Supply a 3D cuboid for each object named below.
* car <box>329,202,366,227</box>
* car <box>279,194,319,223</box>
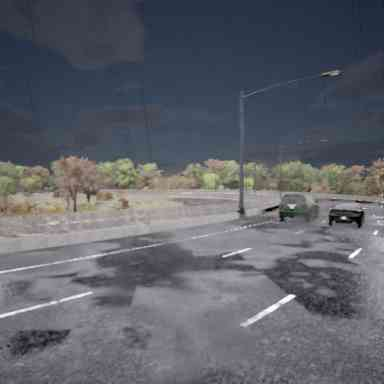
[{"bbox_3d":[10.530,1.426,22.460,1.882,1.535,5.008,0,0,30],"label":"car"},{"bbox_3d":[8.283,1.159,25.508,2.150,2.045,5.566,0,0,29],"label":"car"}]
